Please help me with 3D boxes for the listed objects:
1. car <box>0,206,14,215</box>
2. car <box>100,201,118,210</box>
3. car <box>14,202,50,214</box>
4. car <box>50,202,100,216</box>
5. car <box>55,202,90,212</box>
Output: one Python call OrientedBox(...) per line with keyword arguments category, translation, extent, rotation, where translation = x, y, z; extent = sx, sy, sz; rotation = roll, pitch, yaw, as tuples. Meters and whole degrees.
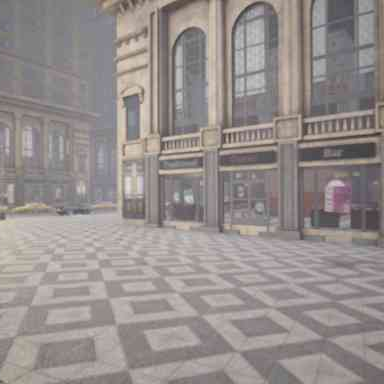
OrientedBox(category="car", translation=(-23.206, 1.890, 37.347), extent=(1.752, 1.417, 4.829), rotation=(-1, -2, 36))
OrientedBox(category="car", translation=(-13.504, 2.107, 50.841), extent=(1.752, 1.417, 4.829), rotation=(-1, -2, 36))
OrientedBox(category="car", translation=(-19.972, 1.964, 41.845), extent=(1.752, 1.417, 4.829), rotation=(-1, -2, 36))
OrientedBox(category="car", translation=(-12.945, 1.947, 37.012), extent=(1.947, 1.339, 4.313), rotation=(-1, -2, 36))
OrientedBox(category="car", translation=(-16.638, 2.079, 46.480), extent=(1.947, 1.339, 4.313), rotation=(-1, -2, 36))
